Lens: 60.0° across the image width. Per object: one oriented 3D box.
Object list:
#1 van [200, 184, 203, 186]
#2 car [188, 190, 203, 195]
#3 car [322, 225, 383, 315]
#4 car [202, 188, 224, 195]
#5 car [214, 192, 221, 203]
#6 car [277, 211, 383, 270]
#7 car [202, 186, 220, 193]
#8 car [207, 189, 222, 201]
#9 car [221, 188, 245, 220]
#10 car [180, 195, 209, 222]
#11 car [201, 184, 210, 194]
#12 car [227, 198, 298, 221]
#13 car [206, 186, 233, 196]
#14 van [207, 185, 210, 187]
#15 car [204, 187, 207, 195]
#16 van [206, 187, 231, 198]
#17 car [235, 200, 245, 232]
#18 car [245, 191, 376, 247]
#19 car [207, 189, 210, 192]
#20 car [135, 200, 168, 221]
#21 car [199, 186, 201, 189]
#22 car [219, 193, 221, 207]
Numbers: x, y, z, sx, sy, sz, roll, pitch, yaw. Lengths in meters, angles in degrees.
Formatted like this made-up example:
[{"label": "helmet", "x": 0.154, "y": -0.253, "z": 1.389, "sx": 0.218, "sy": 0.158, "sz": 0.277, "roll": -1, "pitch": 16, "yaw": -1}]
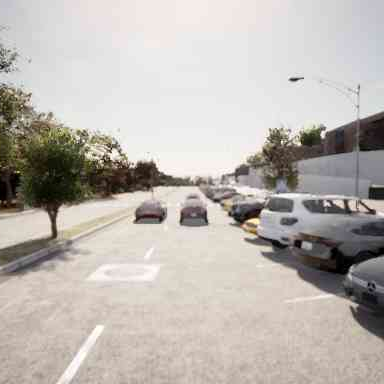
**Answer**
[{"label": "van", "x": 5.040, "y": -0.569, "z": 86.957, "sx": 4.442, "sy": 1.987, "sz": 1.878, "roll": 0, "pitch": 2, "yaw": -20}, {"label": "car", "x": 0.136, "y": 0.839, "z": 40.864, "sx": 1.812, "sy": 1.442, "sz": 4.674, "roll": 0, "pitch": 1, "yaw": 0}, {"label": "car", "x": 5.078, "y": 1.476, "z": 6.197, "sx": 4.674, "sy": 1.452, "sz": 2.002, "roll": 1, "pitch": 1, "yaw": -20}, {"label": "car", "x": 5.166, "y": -0.123, "z": 81.063, "sx": 4.792, "sy": 1.488, "sz": 2.163, "roll": 0, "pitch": 2, "yaw": -20}, {"label": "car", "x": 5.074, "y": 1.002, "z": 33.215, "sx": 4.792, "sy": 1.488, "sz": 2.163, "roll": 0, "pitch": 2, "yaw": -20}, {"label": "car", "x": 5.104, "y": 1.429, "z": 9.221, "sx": 4.792, "sy": 1.488, "sz": 2.163, "roll": 1, "pitch": 0, "yaw": -20}, {"label": "car", "x": 5.120, "y": -0.573, "z": 89.985, "sx": 4.553, "sy": 1.767, "sz": 2.185, "roll": 0, "pitch": 2, "yaw": -20}, {"label": "car", "x": 5.084, "y": 0.736, "z": 45.218, "sx": 4.792, "sy": 1.488, "sz": 2.163, "roll": 0, "pitch": 2, "yaw": -20}, {"label": "car", "x": 5.066, "y": 0.973, "z": 21.196, "sx": 5.566, "sy": 2.045, "sz": 2.435, "roll": 0, "pitch": 2, "yaw": -20}, {"label": "car", "x": 0.120, "y": 1.223, "z": 23.092, "sx": 1.812, "sy": 1.442, "sz": 4.674, "roll": 0, "pitch": 1, "yaw": 0}, {"label": "car", "x": 5.101, "y": 0.124, "z": 60.142, "sx": 5.566, "sy": 2.045, "sz": 2.435, "roll": 0, "pitch": 2, "yaw": -20}, {"label": "car", "x": 5.096, "y": 1.204, "z": 24.220, "sx": 4.674, "sy": 1.452, "sz": 2.002, "roll": 0, "pitch": 2, "yaw": -20}, {"label": "car", "x": 5.087, "y": 0.448, "z": 51.204, "sx": 4.553, "sy": 1.767, "sz": 2.185, "roll": 0, "pitch": 1, "yaw": -20}, {"label": "van", "x": 5.229, "y": 0.282, "z": 54.236, "sx": 4.442, "sy": 1.987, "sz": 1.878, "roll": 0, "pitch": 1, "yaw": -20}, {"label": "car", "x": 5.114, "y": 0.442, "z": 57.180, "sx": 4.892, "sy": 1.521, "sz": 2.231, "roll": 0, "pitch": 1, "yaw": -20}, {"label": "van", "x": 5.020, "y": 0.083, "z": 63.095, "sx": 4.442, "sy": 1.987, "sz": 1.878, "roll": 0, "pitch": 2, "yaw": -20}, {"label": "car", "x": 4.912, "y": 1.317, "z": 15.147, "sx": 5.366, "sy": 1.575, "sz": 1.946, "roll": 0, "pitch": 1, "yaw": -20}, {"label": "car", "x": 5.110, "y": 1.112, "z": 12.216, "sx": 5.566, "sy": 2.045, "sz": 2.435, "roll": 0, "pitch": 1, "yaw": -20}, {"label": "car", "x": 5.107, "y": 0.680, "z": 48.236, "sx": 4.674, "sy": 1.452, "sz": 2.002, "roll": 0, "pitch": 1, "yaw": -20}, {"label": "car", "x": -2.879, "y": 1.242, "z": 24.064, "sx": 1.994, "sy": 1.385, "sz": 4.181, "roll": 0, "pitch": 1, "yaw": 0}, {"label": "car", "x": 4.965, "y": -0.070, "z": 77.994, "sx": 5.366, "sy": 1.575, "sz": 1.946, "roll": 0, "pitch": 2, "yaw": -20}, {"label": "car", "x": 5.266, "y": 1.101, "z": 27.292, "sx": 5.366, "sy": 1.575, "sz": 1.946, "roll": 0, "pitch": 1, "yaw": -20}]
